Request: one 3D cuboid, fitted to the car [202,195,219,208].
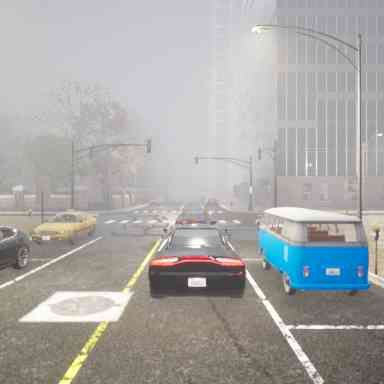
[{"bbox_3d":[2.746,1.416,46.534,1.967,1.590,4.097,0,0,0],"label":"car"}]

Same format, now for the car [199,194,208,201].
[{"bbox_3d":[2.786,1.388,80.620,1.967,1.590,4.097,0,0,0],"label":"car"}]

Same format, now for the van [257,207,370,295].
[{"bbox_3d":[2.783,1.337,8.408,1.690,1.788,3.998,0,0,0],"label":"van"}]

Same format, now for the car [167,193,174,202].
[{"bbox_3d":[-5.608,1.276,69.271,2.192,1.841,5.009,0,0,0],"label":"car"}]

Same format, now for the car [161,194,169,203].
[{"bbox_3d":[-5.623,1.520,57.904,2.008,1.369,4.403,0,0,0],"label":"car"}]

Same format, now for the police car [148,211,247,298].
[{"bbox_3d":[0.106,1.501,8.593,2.038,1.542,4.974,0,0,0],"label":"police car"}]

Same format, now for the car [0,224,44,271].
[{"bbox_3d":[-5.761,1.562,8.417,1.947,1.339,4.313,0,0,0],"label":"car"}]

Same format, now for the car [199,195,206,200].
[{"bbox_3d":[2.799,1.452,92.156,1.752,1.417,4.829,0,0,0],"label":"car"}]

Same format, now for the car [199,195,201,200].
[{"bbox_3d":[2.778,1.521,74.939,1.947,1.339,4.313,0,0,0],"label":"car"}]

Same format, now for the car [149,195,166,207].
[{"bbox_3d":[-5.629,1.517,52.222,1.887,1.381,4.507,0,0,0],"label":"car"}]

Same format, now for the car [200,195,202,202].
[{"bbox_3d":[2.752,1.538,52.214,1.947,1.339,4.313,0,0,0],"label":"car"}]

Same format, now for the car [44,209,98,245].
[{"bbox_3d":[-5.801,1.518,15.651,1.752,1.417,4.829,0,0,0],"label":"car"}]

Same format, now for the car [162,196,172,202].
[{"bbox_3d":[-5.603,1.537,74.953,1.802,1.307,4.206,0,0,0],"label":"car"}]

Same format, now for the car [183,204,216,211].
[{"bbox_3d":[0.119,1.555,17.556,1.994,1.385,4.181,0,0,0],"label":"car"}]
